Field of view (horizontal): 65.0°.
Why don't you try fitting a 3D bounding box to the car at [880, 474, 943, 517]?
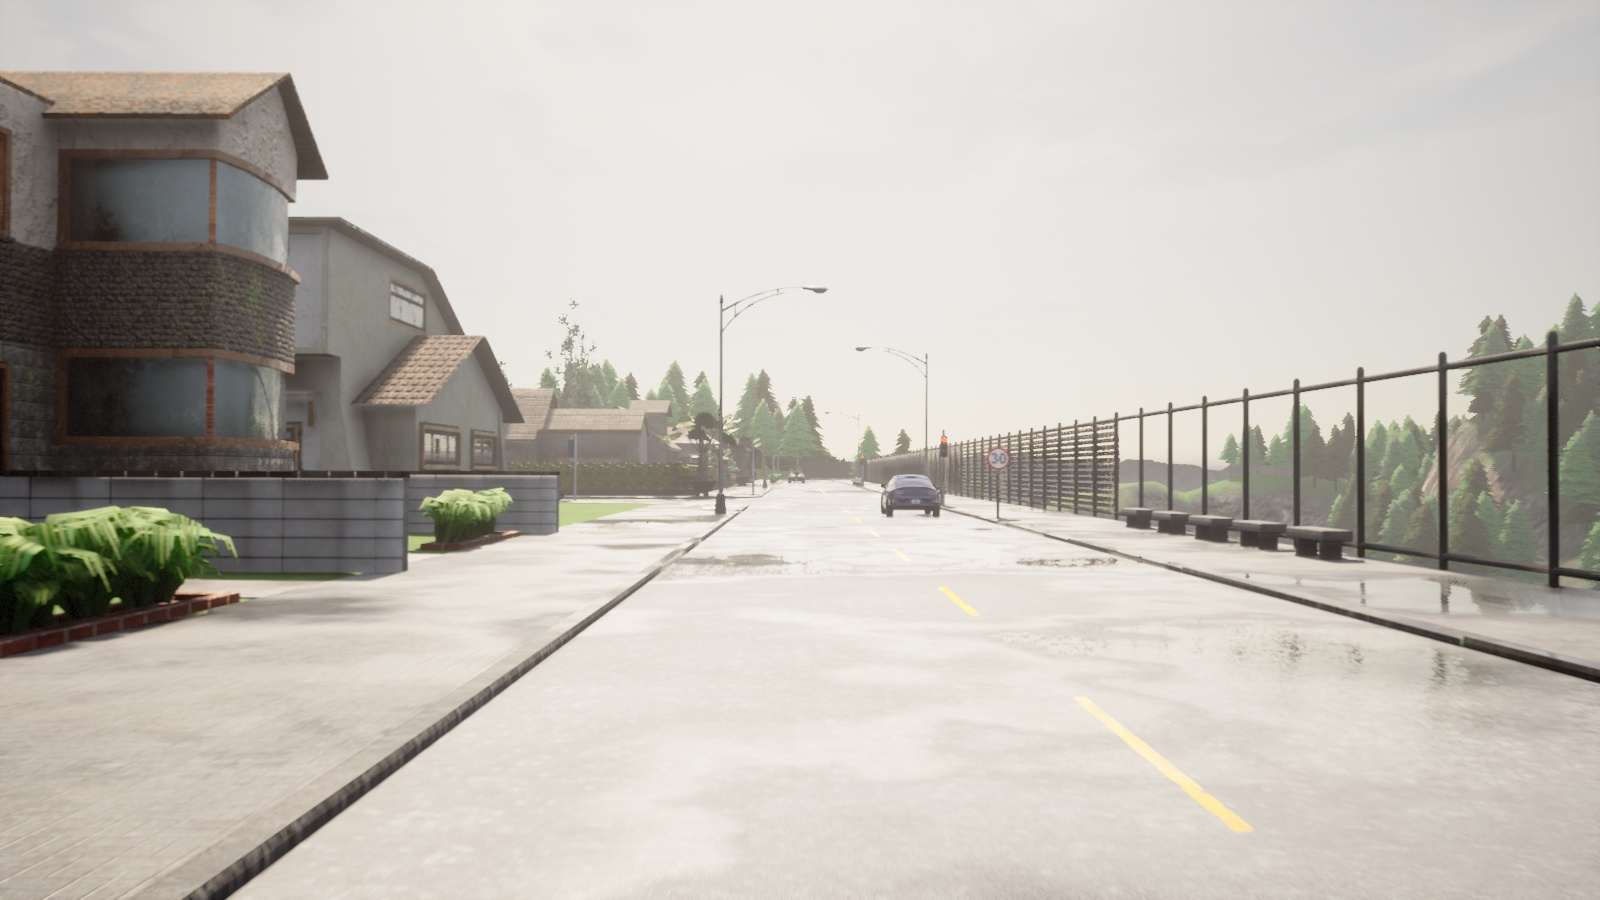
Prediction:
[{"bbox_3d":[3.890,1.569,44.436,1.812,1.442,4.674,0,-1,0],"label":"car"}]
